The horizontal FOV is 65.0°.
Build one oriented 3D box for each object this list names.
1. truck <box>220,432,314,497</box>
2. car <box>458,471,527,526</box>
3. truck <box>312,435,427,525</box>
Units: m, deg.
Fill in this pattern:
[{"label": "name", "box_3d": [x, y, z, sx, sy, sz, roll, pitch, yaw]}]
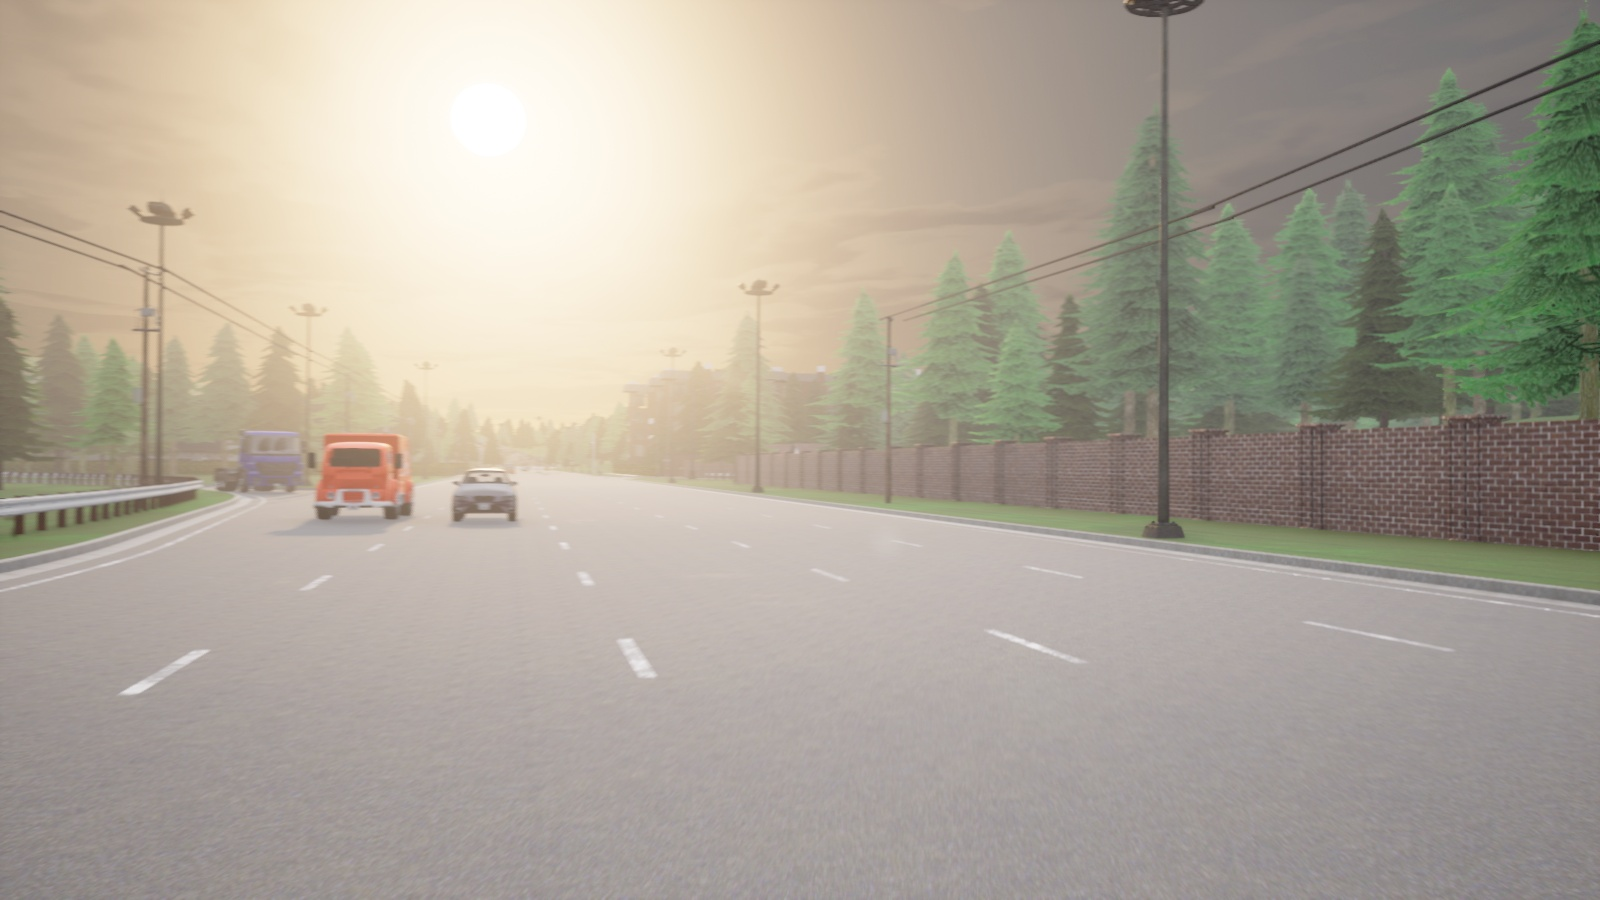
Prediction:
[{"label": "truck", "box_3d": [-30.159, 0.845, 70.855, 2.891, 3.462, 7.936, 1, -1, -38]}, {"label": "car", "box_3d": [-8.804, 1.341, 36.204, 1.816, 1.474, 4.193, 0, -1, -13]}, {"label": "truck", "box_3d": [-12.584, 0.854, 37.083, 2.627, 2.467, 5.204, 0, -1, -13]}]
